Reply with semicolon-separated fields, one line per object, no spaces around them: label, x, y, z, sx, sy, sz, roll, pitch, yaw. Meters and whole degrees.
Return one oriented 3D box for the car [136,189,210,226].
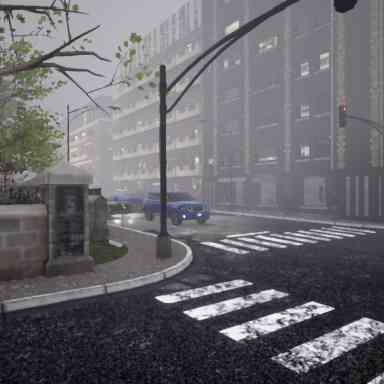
car;-1.194;0.926;21.594;2.150;2.045;5.566;0;1;-36

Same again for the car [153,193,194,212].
car;-1.873;0.949;32.341;1.967;1.590;4.097;1;1;-36

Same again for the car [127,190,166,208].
car;-5.136;0.726;36.794;2.192;1.841;5.009;1;1;-36

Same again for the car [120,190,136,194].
car;-4.306;0.736;31.242;2.150;2.045;5.566;0;1;-36

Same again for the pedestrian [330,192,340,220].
pedestrian;9.402;0.902;21.910;0.375;1.860;0.375;1;-1;-36

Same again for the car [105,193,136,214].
car;-6.855;1.098;29.322;1.994;1.385;4.181;0;1;-36

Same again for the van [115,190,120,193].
van;-8.401;0.654;41.249;1.690;1.788;3.998;1;1;-36
